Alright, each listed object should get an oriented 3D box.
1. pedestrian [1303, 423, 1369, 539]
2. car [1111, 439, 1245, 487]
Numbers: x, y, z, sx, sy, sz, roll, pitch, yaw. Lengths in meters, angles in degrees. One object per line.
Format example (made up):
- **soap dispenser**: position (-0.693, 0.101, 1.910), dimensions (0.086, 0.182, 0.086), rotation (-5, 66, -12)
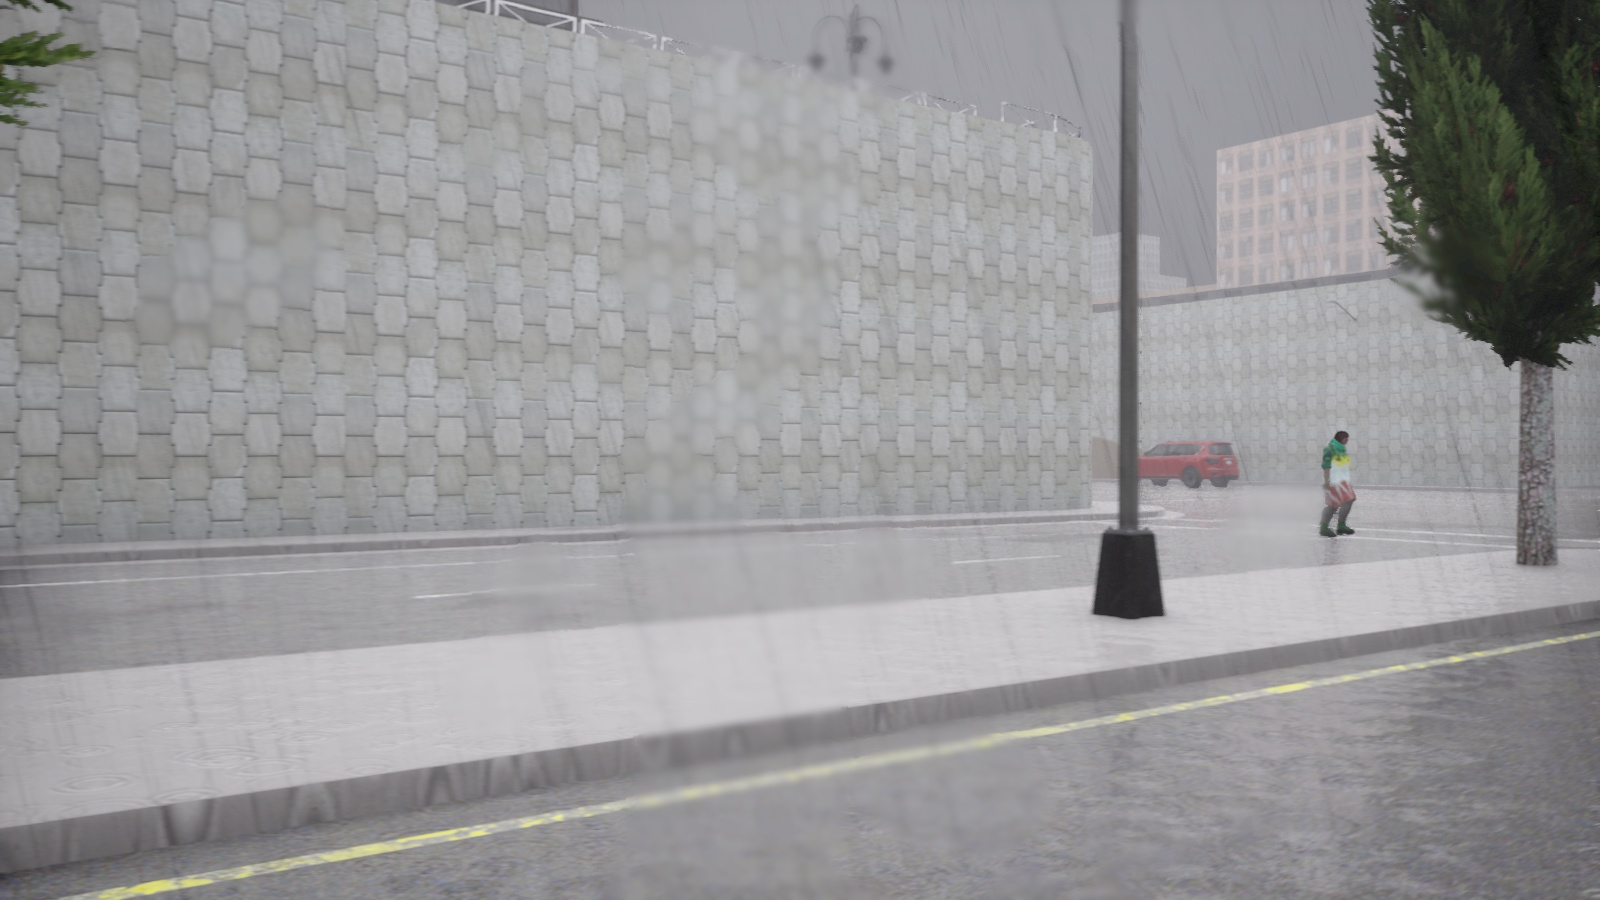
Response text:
- **pedestrian**: position (9.227, 0.524, 21.637), dimensions (0.873, 1.952, 0.659), rotation (0, 0, 43)
- **car**: position (16.695, 0.565, 55.798), dimensions (2.150, 2.045, 5.566), rotation (0, 0, -34)
